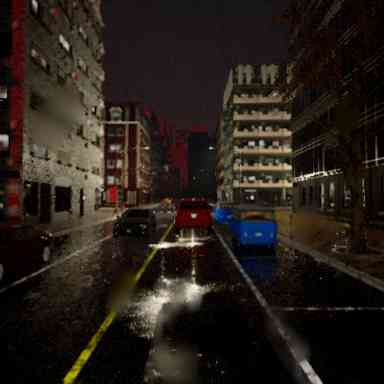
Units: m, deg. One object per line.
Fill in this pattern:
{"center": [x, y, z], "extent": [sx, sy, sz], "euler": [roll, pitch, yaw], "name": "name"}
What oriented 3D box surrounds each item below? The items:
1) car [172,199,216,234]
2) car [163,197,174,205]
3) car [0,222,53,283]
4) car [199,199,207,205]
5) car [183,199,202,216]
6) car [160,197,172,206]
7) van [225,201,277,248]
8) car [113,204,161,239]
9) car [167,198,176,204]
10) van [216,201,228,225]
{"center": [0.097, 1.440, 21.113], "extent": [2.150, 2.045, 5.566], "euler": [0, 0, 0], "name": "car"}
{"center": [-5.685, 2.150, 81.170], "extent": [2.192, 1.841, 5.009], "euler": [1, -1, 0], "name": "car"}
{"center": [-5.676, 1.646, 9.794], "extent": [1.887, 1.381, 4.507], "euler": [1, -1, 0], "name": "car"}
{"center": [2.691, 2.363, 81.400], "extent": [1.752, 1.417, 4.829], "euler": [1, -1, 0], "name": "car"}
{"center": [0.093, 1.747, 38.469], "extent": [2.097, 1.767, 4.553], "euler": [0, -1, 0], "name": "car"}
{"center": [-5.688, 2.299, 69.799], "extent": [1.802, 1.307, 4.206], "euler": [1, -1, 0], "name": "car"}
{"center": [2.706, 1.499, 15.320], "extent": [1.690, 1.788, 3.998], "euler": [1, -1, 0], "name": "van"}
{"center": [-3.091, 1.671, 18.809], "extent": [1.882, 1.535, 5.008], "euler": [0, -1, 0], "name": "car"}
{"center": [-5.692, 2.505, 92.536], "extent": [2.008, 1.369, 4.403], "euler": [1, -1, 0], "name": "car"}
{"center": [2.704, 1.611, 26.337], "extent": [1.690, 1.788, 3.998], "euler": [1, -1, 0], "name": "van"}
